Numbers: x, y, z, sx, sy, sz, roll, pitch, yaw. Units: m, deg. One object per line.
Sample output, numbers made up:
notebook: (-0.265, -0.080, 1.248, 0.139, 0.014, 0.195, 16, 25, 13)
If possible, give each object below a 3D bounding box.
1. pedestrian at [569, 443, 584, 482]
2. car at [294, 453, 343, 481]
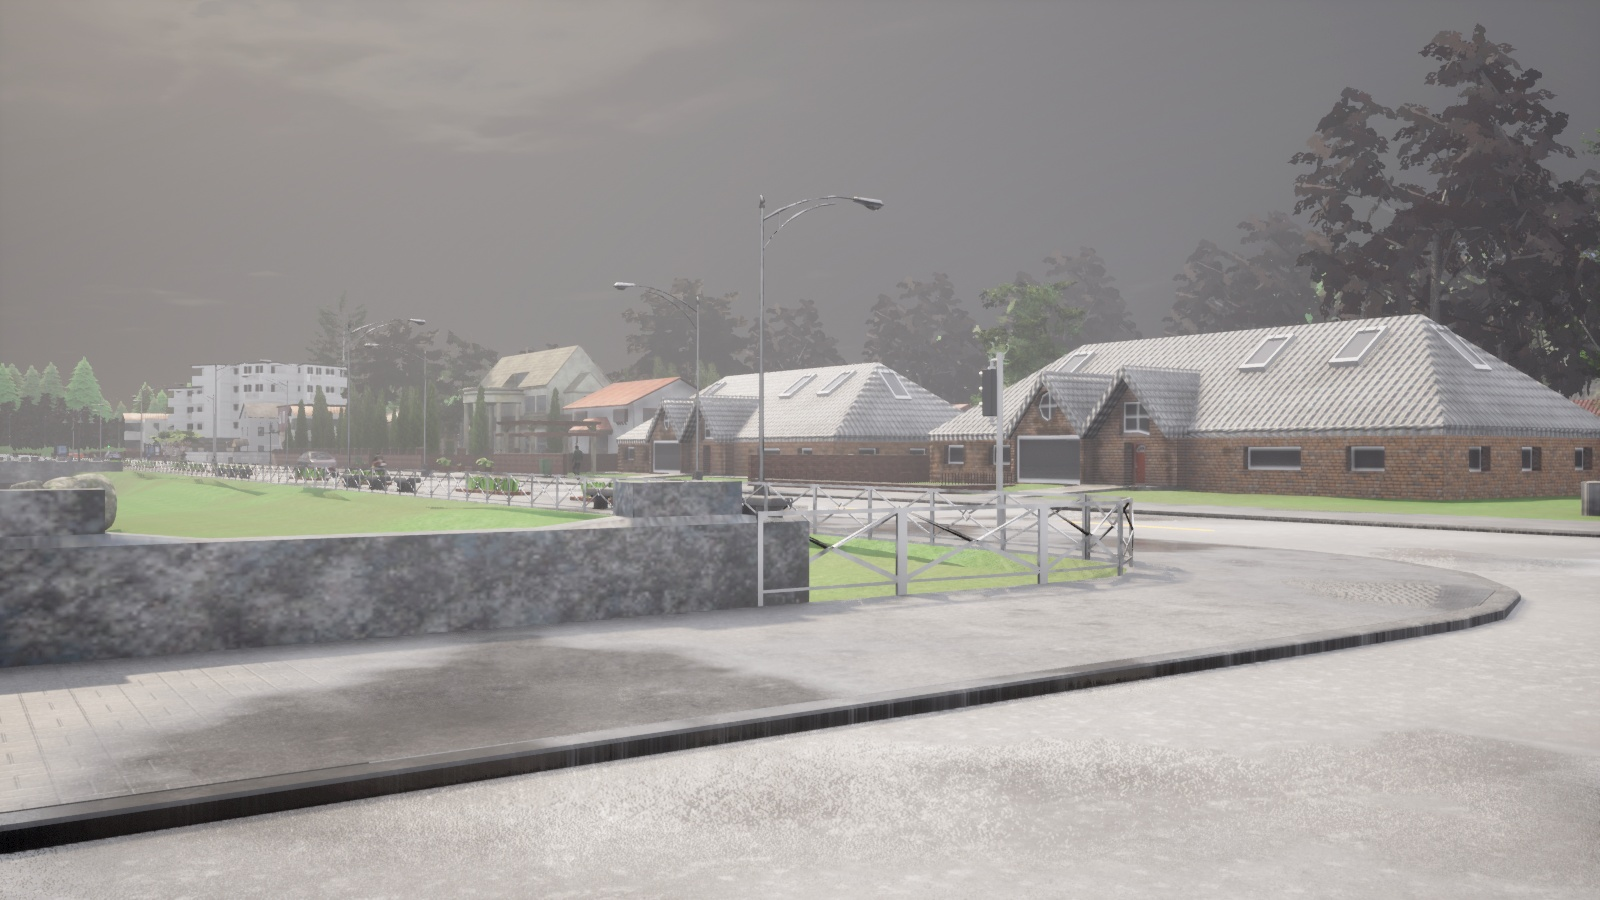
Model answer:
pedestrian: (-11.274, 0.634, 63.307, 0.423, 1.949, 0.788, 0, 0, -38)
car: (-27.589, 0.958, 71.867, 1.789, 1.549, 3.705, 0, 0, -35)
